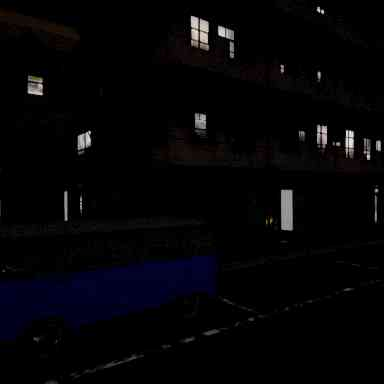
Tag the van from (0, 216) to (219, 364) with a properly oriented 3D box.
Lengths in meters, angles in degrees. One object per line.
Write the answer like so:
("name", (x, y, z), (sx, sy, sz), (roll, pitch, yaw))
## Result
("van", (-1.424, 1.341, 5.554), (3.998, 1.788, 1.690), (0, 0, -36))
